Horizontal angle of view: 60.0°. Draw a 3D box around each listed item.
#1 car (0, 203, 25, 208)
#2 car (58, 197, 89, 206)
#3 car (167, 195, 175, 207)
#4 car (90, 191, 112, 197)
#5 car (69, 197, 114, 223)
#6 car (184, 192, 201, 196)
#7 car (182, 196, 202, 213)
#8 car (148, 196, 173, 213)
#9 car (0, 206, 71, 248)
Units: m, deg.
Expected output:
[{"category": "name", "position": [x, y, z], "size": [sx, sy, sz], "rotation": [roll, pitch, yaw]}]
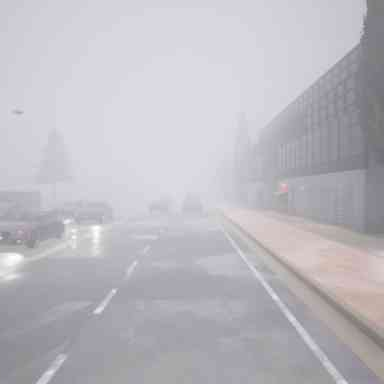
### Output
[{"category": "car", "position": [-10.553, 1.389, 18.576], "size": [1.882, 1.535, 5.008], "rotation": [0, 0, 0]}, {"category": "car", "position": [-10.496, 1.410, 29.037], "size": [2.033, 1.411, 5.357], "rotation": [0, 0, 0]}, {"category": "car", "position": [-3.461, 1.252, 47.797], "size": [1.882, 1.535, 5.008], "rotation": [0, 0, 0]}, {"category": "car", "position": [-24.954, 0.719, 91.928], "size": [4.605, 1.855, 1.932], "rotation": [0, 0, 0]}, {"category": "car", "position": [-7.009, 1.390, 24.311], "size": [1.837, 1.490, 4.892], "rotation": [0, 0, 0]}, {"category": "car", "position": [0.028, 1.007, 46.149], "size": [2.150, 2.045, 5.566], "rotation": [0, 1, 0]}, {"category": "car", "position": [0.005, 1.402, 34.310], "size": [1.994, 1.385, 4.181], "rotation": [0, 0, 0]}, {"category": "car", "position": [-3.395, 1.435, 35.079], "size": [1.895, 1.301, 4.718], "rotation": [0, 0, 0]}, {"category": "car", "position": [-7.067, 1.496, 14.239], "size": [1.994, 1.385, 4.181], "rotation": [0, 0, 1]}]
